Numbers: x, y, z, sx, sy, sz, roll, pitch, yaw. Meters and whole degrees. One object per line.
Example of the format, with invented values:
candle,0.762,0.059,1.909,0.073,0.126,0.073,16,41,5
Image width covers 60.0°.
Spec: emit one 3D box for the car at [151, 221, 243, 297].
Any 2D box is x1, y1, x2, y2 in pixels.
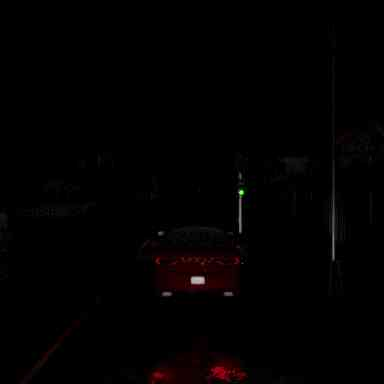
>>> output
car,0.100,1.477,8.628,1.882,1.535,5.008,0,0,0
